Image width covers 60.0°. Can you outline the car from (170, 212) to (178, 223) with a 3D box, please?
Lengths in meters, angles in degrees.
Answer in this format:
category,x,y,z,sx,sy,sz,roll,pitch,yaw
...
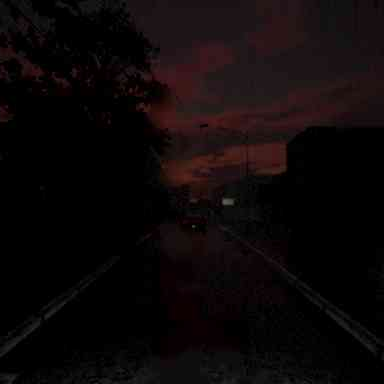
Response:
category,x,y,z,sx,sy,sz,roll,pitch,yaw
car,-1.342,3.238,42.265,1.837,1.490,4.892,3,-4,-18

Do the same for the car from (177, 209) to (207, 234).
category,x,y,z,sx,sy,sz,roll,pitch,yaw
car,0.112,2.302,25.106,1.882,1.535,5.008,1,-3,0
